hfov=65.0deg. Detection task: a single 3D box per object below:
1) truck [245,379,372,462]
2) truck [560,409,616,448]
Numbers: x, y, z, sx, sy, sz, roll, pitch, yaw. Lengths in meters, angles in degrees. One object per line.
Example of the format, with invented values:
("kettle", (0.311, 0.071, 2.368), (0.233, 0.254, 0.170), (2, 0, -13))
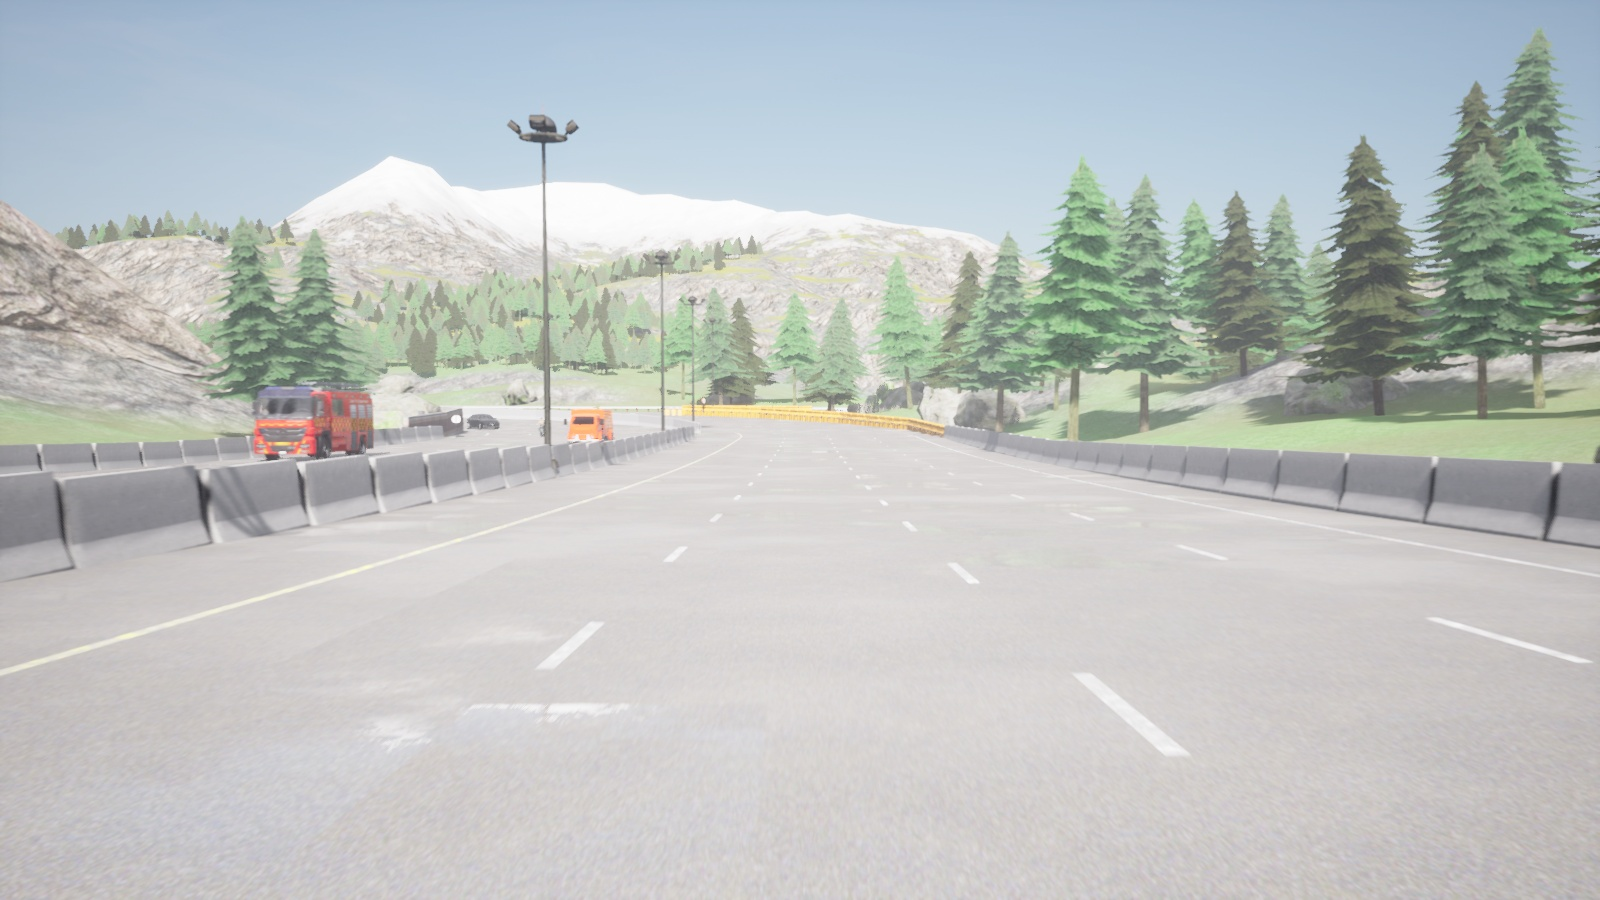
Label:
("truck", (-24.131, -1.475, 62.156), (2.891, 3.827, 8.468), (0, 2, 0))
("truck", (-13.527, -1.418, 80.416), (2.627, 2.467, 5.204), (0, 2, 0))
